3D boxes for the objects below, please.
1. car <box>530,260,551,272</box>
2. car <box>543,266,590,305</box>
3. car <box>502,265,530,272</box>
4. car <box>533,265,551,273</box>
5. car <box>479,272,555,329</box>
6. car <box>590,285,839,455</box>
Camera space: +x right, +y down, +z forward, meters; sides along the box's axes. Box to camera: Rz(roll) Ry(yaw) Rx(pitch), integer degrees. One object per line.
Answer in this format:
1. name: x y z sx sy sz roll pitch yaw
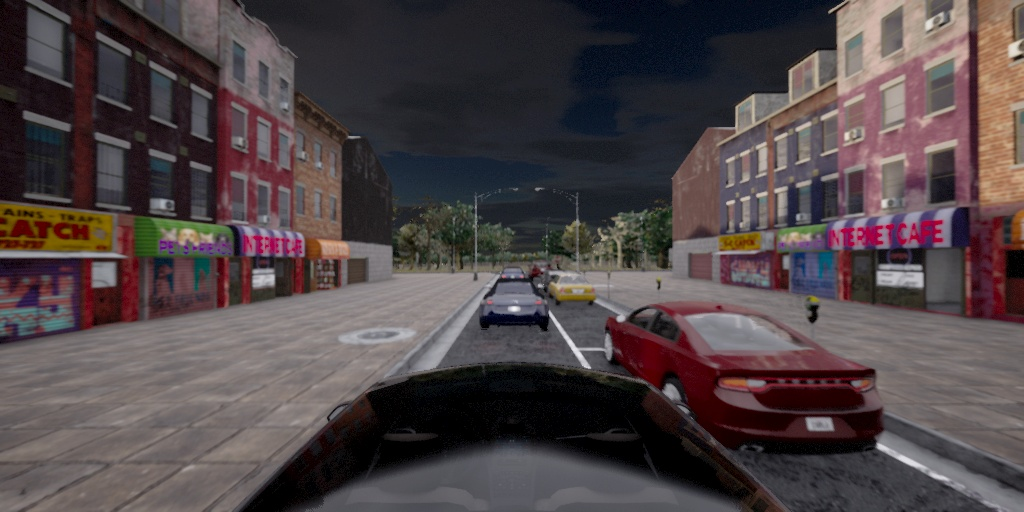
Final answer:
1. car: 2.611 1.305 33.024 2.192 1.841 5.009 0 0 0
2. car: 2.626 1.379 16.559 1.751 1.417 4.829 0 0 0
3. car: 0.060 1.485 26.642 2.033 1.411 5.357 0 0 0
4. car: 2.621 1.449 21.933 2.007 1.370 4.403 0 0 0
5. car: 0.071 1.381 11.477 1.994 1.385 4.181 0 0 0
6. car: 2.637 1.319 5.299 1.888 1.381 4.507 0 0 0
